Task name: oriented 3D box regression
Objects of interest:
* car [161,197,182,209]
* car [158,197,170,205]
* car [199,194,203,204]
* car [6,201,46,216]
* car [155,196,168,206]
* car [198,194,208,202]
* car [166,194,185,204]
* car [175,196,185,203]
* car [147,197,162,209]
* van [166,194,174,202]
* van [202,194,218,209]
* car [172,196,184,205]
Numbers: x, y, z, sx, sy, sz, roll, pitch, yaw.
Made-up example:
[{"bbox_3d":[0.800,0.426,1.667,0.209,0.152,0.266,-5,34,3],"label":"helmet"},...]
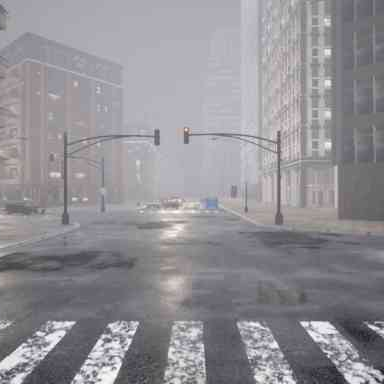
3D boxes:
[{"bbox_3d":[-2.730,1.645,45.051,1.895,1.301,4.718,0,0,0],"label":"car"},{"bbox_3d":[-5.176,1.651,62.580,1.947,1.339,4.313,0,0,0],"label":"car"},{"bbox_3d":[2.716,1.645,68.114,1.887,1.381,4.507,0,0,0],"label":"car"},{"bbox_3d":[-17.050,1.648,34.070,4.902,1.511,2.128,0,-1,32],"label":"car"},{"bbox_3d":[-5.188,1.510,57.028,1.967,1.590,4.097,0,0,0],"label":"car"},{"bbox_3d":[2.752,1.468,84.773,2.192,1.841,5.009,0,0,0],"label":"car"},{"bbox_3d":[-2.705,1.415,54.177,2.097,1.767,4.553,0,0,0],"label":"car"},{"bbox_3d":[-2.589,1.669,73.899,1.994,1.385,4.181,0,0,0],"label":"car"},{"bbox_3d":[-5.212,1.571,45.752,1.752,1.417,4.829,0,0,0],"label":"car"},{"bbox_3d":[-5.139,1.475,79.236,1.690,1.788,3.998,0,0,0],"label":"van"},{"bbox_3d":[2.669,1.387,45.905,1.690,1.788,3.998,0,0,0],"label":"van"},{"bbox_3d":[-2.657,1.580,64.017,2.128,1.511,4.902,0,0,1],"label":"car"}]
